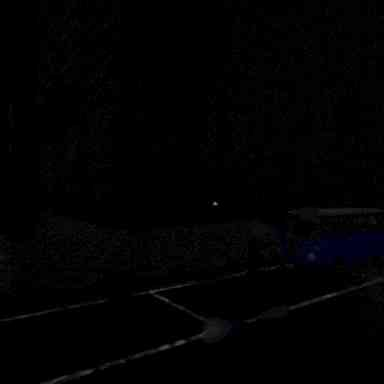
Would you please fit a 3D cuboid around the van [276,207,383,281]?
[{"bbox_3d":[4.192,1.357,9.638,3.998,1.788,1.690,0,0,-36],"label":"van"}]
